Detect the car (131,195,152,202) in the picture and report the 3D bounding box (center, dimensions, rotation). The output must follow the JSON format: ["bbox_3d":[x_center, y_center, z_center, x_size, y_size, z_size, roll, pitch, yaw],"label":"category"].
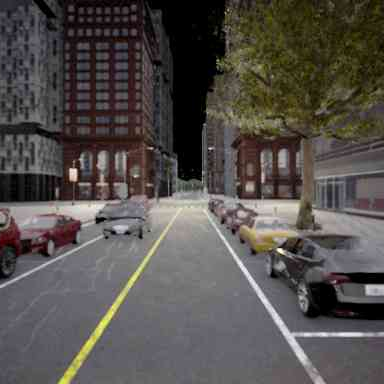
[{"bbox_3d":[-5.675,1.275,35.434,2.192,1.841,5.009,0,0,0],"label":"car"}]

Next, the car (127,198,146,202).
[{"bbox_3d":[-5.674,1.528,29.796,1.947,1.339,4.313,0,0,0],"label":"car"}]

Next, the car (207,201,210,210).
[{"bbox_3d":[2.850,1.525,35.433,1.947,1.339,4.313,0,0,0],"label":"car"}]

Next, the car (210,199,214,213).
[{"bbox_3d":[2.851,1.544,29.794,1.802,1.307,4.206,0,0,0],"label":"car"}]

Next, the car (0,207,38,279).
[{"bbox_3d":[-5.670,1.302,7.240,2.192,1.841,5.009,0,0,0],"label":"car"}]

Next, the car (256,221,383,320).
[{"bbox_3d":[2.855,1.553,7.235,1.947,1.339,4.313,0,0,0],"label":"car"}]

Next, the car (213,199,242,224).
[{"bbox_3d":[2.852,1.406,24.155,1.967,1.590,4.097,0,0,0],"label":"car"}]

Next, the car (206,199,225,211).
[{"bbox_3d":[2.849,1.525,41.073,1.947,1.339,4.313,0,0,0],"label":"car"}]

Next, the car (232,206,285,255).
[{"bbox_3d":[2.854,1.504,13.046,1.752,1.417,4.829,0,0,0],"label":"car"}]

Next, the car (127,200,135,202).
[{"bbox_3d":[-5.673,1.532,24.158,1.947,1.339,4.313,0,0,0],"label":"car"}]

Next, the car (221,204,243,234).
[{"bbox_3d":[2.853,1.553,18.515,1.802,1.307,4.206,0,0,0],"label":"car"}]

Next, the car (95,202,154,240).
[{"bbox_3d":[-3.102,1.465,16.876,2.128,1.511,4.902,0,0,0],"label":"car"}]

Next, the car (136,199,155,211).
[{"bbox_3d":[-5.676,1.542,41.074,1.802,1.307,4.206,0,0,0],"label":"car"}]

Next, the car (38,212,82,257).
[{"bbox_3d":[-5.671,1.523,12.880,1.887,1.381,4.507,0,0,0],"label":"car"}]
